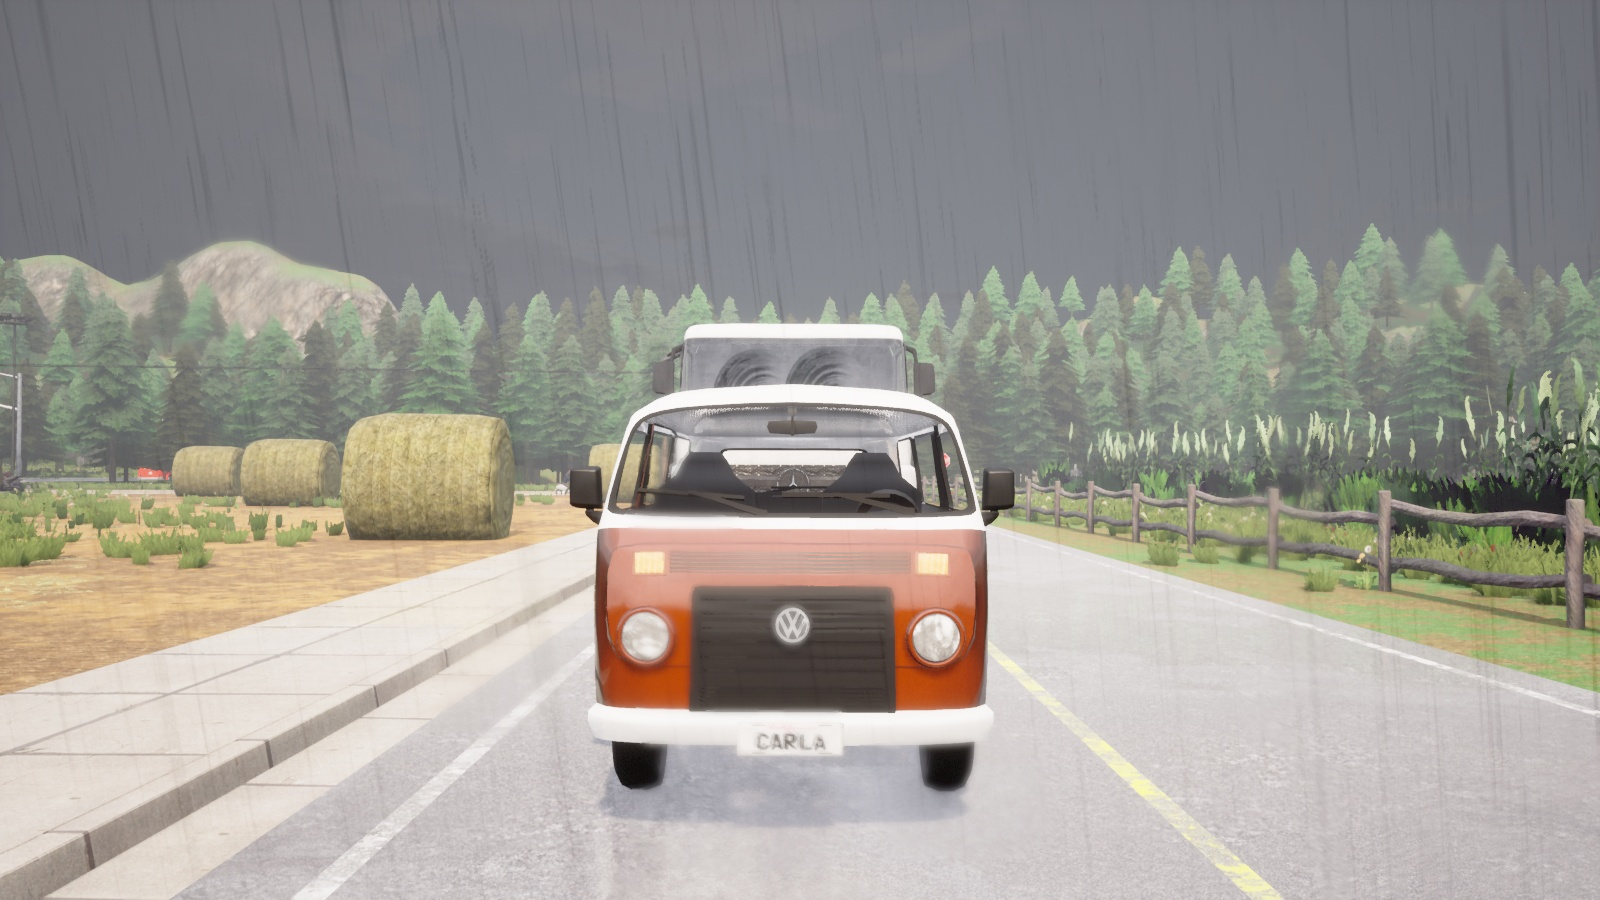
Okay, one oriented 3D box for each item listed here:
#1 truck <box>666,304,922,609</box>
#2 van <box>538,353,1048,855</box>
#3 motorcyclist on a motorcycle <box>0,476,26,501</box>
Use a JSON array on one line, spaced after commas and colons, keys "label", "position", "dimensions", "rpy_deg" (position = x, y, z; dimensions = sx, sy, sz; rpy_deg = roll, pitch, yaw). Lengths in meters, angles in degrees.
[{"label": "truck", "position": [-0.089, 0.139, 18.252], "dimensions": [2.891, 3.462, 7.936], "rpy_deg": [0, -1, 0]}, {"label": "van", "position": [-0.037, 0.662, 7.364], "dimensions": [2.069, 2.038, 4.480], "rpy_deg": [0, -1, 0]}, {"label": "motorcyclist on a motorcycle", "position": [-49.616, 2.395, 78.308], "dimensions": [2.191, 1.530, 0.866], "rpy_deg": [0, -1, -3]}]
